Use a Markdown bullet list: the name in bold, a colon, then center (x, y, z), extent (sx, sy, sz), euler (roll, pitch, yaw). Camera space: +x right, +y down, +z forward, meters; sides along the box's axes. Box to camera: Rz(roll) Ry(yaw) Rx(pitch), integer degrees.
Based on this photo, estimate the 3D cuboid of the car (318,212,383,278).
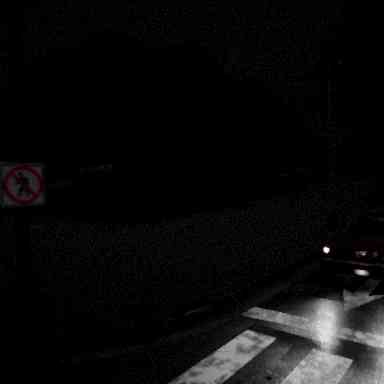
- **car**: center (4.933, 1.242, 8.541), extent (1.895, 1.301, 4.718), euler (-2, 2, 41)
